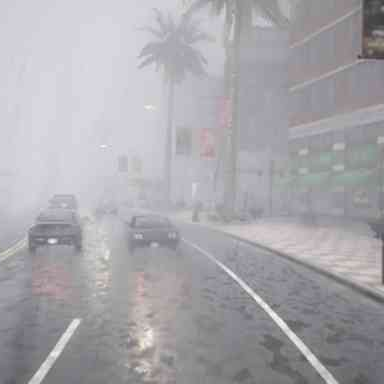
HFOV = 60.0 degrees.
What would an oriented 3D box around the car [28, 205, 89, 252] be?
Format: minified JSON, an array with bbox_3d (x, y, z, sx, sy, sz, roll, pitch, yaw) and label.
[{"bbox_3d":[-5.451,1.478,13.828,1.837,1.490,4.892,0,-1,-15],"label":"car"}]

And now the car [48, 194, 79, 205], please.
[{"bbox_3d":[-10.592,1.173,27.446,2.150,2.045,5.566,0,0,-22],"label":"car"}]

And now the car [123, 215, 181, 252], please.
[{"bbox_3d":[-1.847,1.587,13.919,1.895,1.301,4.718,0,0,-14],"label":"car"}]

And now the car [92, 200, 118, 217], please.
[{"bbox_3d":[-7.946,1.450,30.206,2.128,1.511,4.902,0,0,-22],"label":"car"}]
